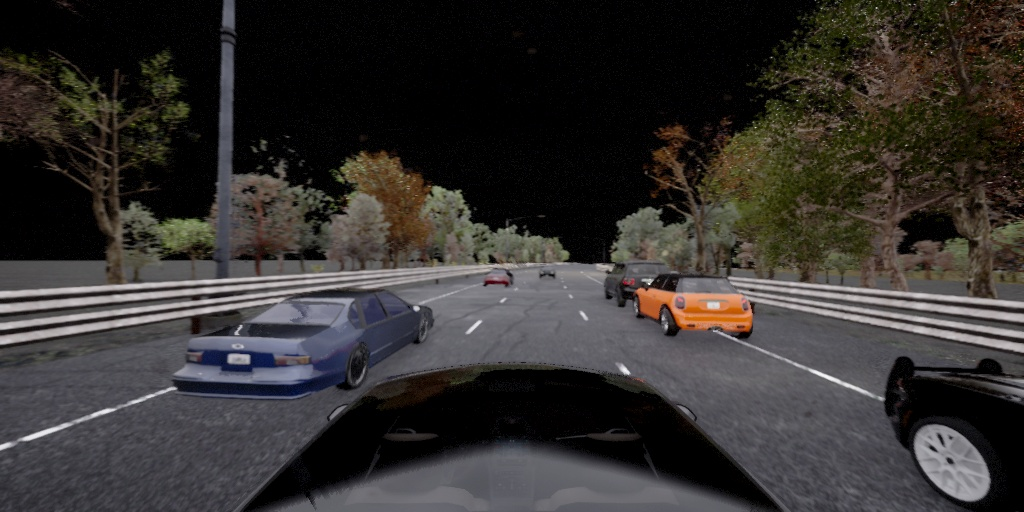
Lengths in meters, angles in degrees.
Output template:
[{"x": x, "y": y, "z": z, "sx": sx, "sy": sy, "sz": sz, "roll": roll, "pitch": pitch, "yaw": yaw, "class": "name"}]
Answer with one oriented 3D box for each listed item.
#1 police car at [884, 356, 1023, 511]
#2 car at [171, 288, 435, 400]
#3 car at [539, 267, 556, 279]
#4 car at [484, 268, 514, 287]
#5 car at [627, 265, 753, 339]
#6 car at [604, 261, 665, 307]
[{"x": 4.444, "y": 1.226, "z": 1.429, "sx": 1.930, "sy": 1.638, "sz": 5.238, "roll": 1, "pitch": -1, "yaw": 4, "class": "police car"}, {"x": -3.092, "y": 1.327, "z": 6.829, "sx": 2.033, "sy": 1.411, "sz": 5.357, "roll": 1, "pitch": -1, "yaw": 5, "class": "car"}, {"x": 4.218, "y": 1.954, "z": 42.334, "sx": 1.895, "sy": 1.301, "sz": 4.718, "roll": 1, "pitch": -1, "yaw": 7, "class": "car"}, {"x": -0.964, "y": 1.660, "z": 28.492, "sx": 1.994, "sy": 1.385, "sz": 4.181, "roll": 1, "pitch": -1, "yaw": 6, "class": "car"}, {"x": 5.254, "y": 1.290, "z": 11.131, "sx": 2.097, "sy": 1.767, "sz": 4.553, "roll": 1, "pitch": -1, "yaw": 5, "class": "car"}, {"x": 5.815, "y": 1.251, "z": 17.090, "sx": 2.150, "sy": 2.045, "sz": 5.566, "roll": 1, "pitch": -1, "yaw": 6, "class": "car"}]
